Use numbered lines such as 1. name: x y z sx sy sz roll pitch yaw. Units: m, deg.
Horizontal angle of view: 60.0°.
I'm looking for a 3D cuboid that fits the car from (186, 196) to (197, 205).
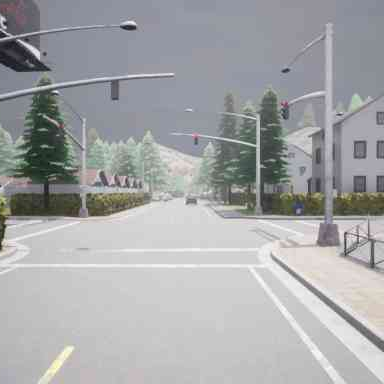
1. car: -0.086 1.505 59.225 1.837 1.490 4.892 0 0 0
